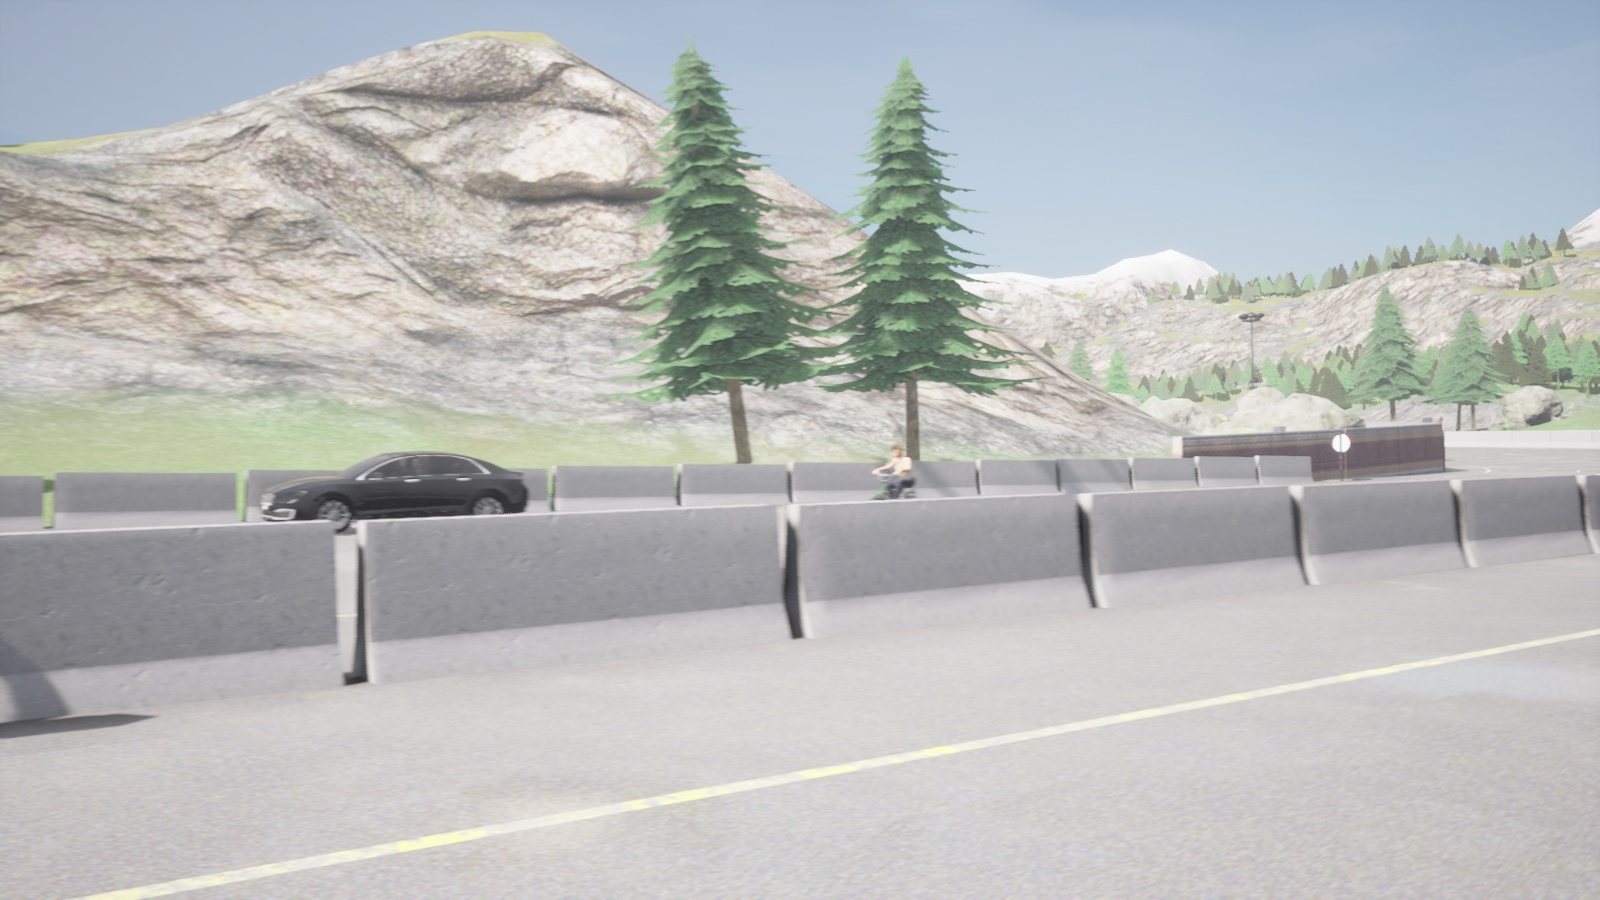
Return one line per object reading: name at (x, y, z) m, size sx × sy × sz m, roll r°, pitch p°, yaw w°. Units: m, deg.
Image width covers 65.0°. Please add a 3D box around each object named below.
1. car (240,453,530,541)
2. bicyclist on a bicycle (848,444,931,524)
car at (-7.798, 0.816, 23.817) m, size 4.892 × 1.490 × 1.837 m, roll 0°, pitch 0°, yaw -35°
bicyclist on a bicycle at (1.869, 0.684, 26.287) m, size 1.509 × 1.612 × 0.866 m, roll -1°, pitch 0°, yaw -35°
